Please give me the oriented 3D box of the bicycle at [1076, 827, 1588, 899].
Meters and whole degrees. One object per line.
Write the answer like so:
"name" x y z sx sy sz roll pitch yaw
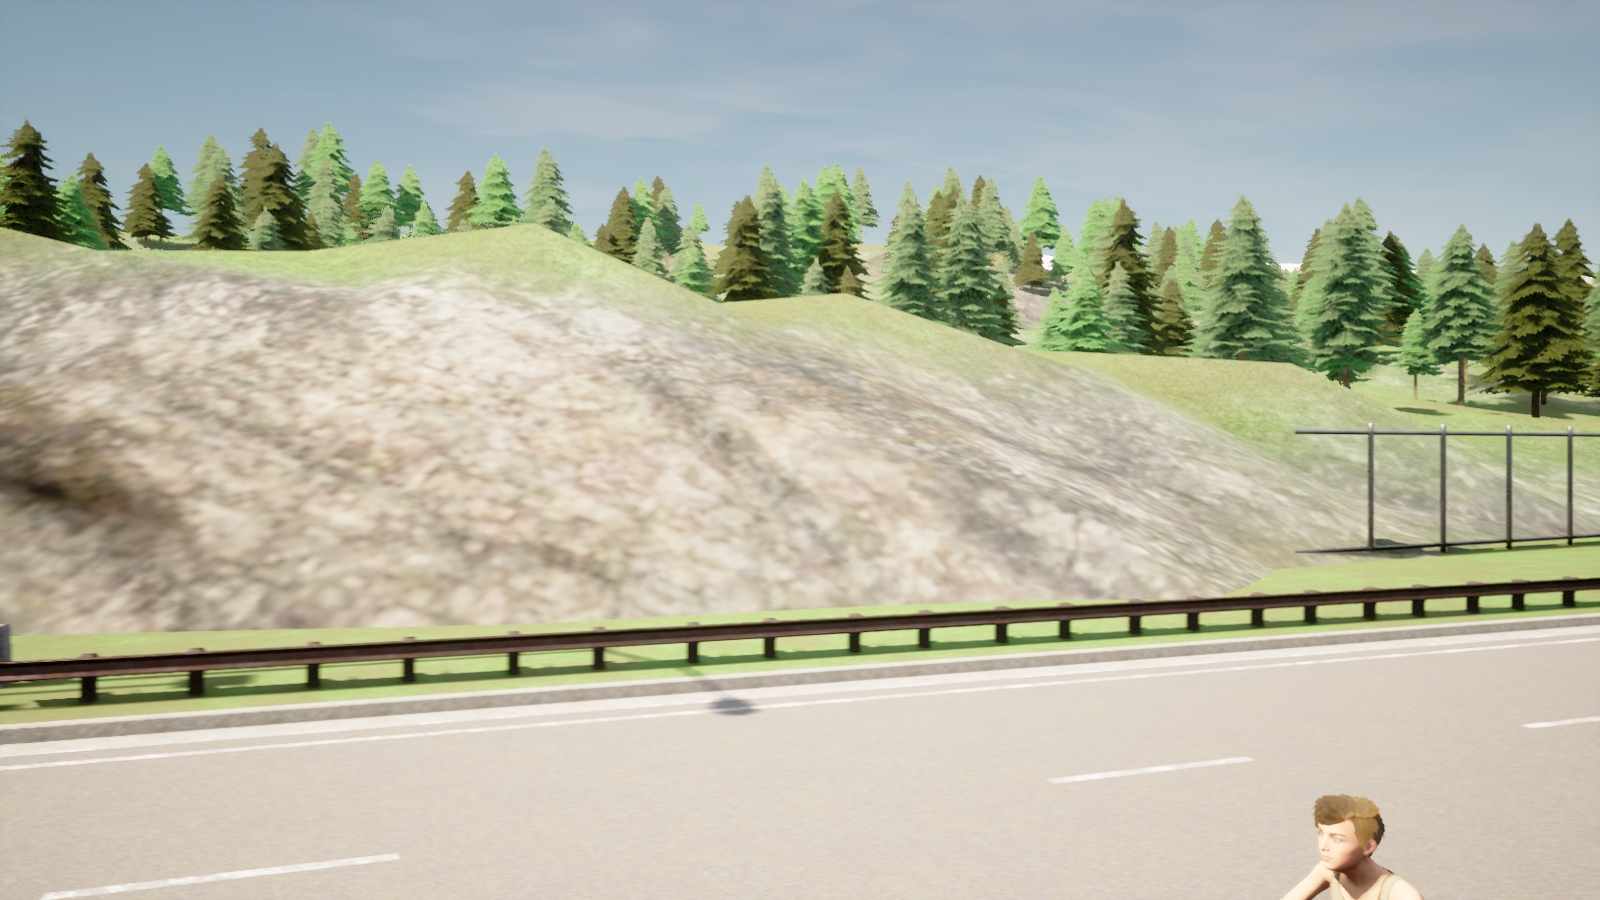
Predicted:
"bicycle" 1.837 2.158 3.951 1.487 1.277 0.859 0 0 -20
